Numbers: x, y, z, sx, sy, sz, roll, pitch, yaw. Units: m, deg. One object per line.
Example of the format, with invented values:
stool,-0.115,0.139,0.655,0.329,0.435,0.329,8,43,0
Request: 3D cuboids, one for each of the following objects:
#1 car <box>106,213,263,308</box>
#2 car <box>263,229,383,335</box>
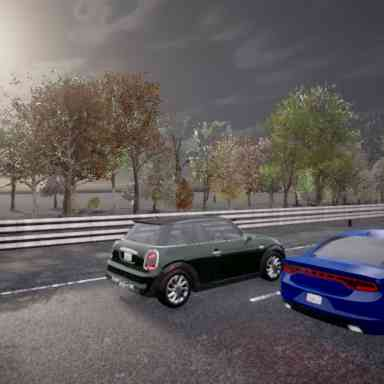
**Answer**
car,0.321,1.351,8.195,4.553,1.767,2.097,0,0,-39
car,3.878,1.476,6.509,5.008,1.535,1.882,0,0,-35
